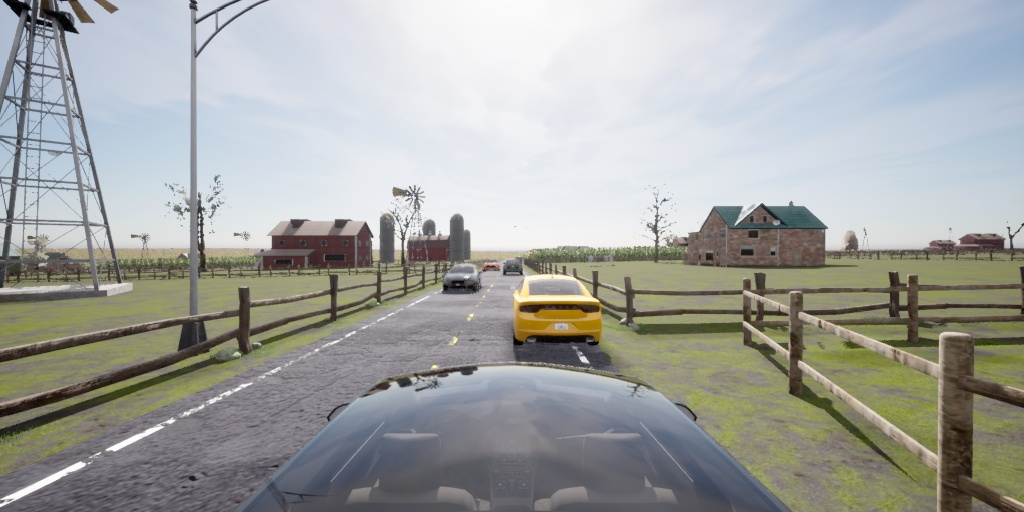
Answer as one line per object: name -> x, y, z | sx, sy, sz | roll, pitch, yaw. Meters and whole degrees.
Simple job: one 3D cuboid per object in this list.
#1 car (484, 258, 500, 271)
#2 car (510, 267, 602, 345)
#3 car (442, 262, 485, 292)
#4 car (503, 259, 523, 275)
car -> -2.707, 1.116, 48.133 | 2.097, 1.767, 4.553 | 0, 0, 0
car -> 0.971, 1.226, 9.486 | 1.882, 1.535, 5.008 | 0, 0, 0
car -> -2.833, 1.254, 21.163 | 1.837, 1.490, 4.892 | 0, 0, 0
car -> 0.114, 1.110, 39.350 | 2.097, 1.767, 4.553 | 0, 0, 0
